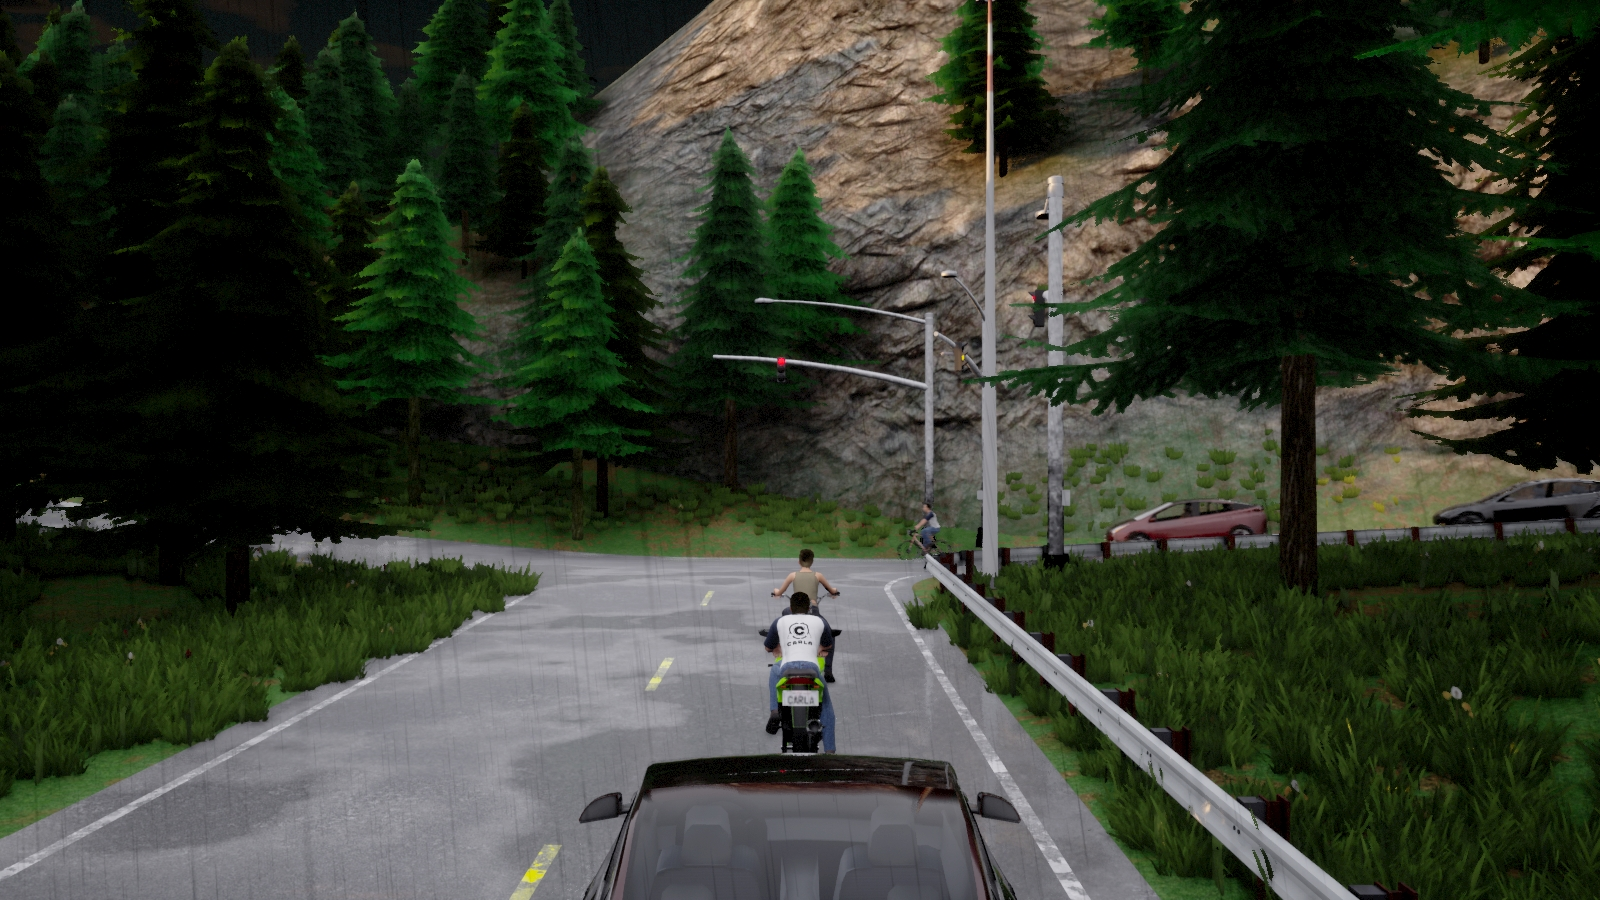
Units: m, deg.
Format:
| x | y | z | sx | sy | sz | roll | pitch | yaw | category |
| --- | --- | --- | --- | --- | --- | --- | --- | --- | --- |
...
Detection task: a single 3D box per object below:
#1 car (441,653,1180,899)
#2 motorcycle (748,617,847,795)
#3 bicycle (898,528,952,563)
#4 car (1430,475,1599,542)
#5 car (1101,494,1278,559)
| x | y | z | sx | sy | sz | roll | pitch | yaw | category |
| --- | --- | --- | --- | --- | --- | --- | --- | --- | --- |
| 0.029 | 2.063 | 5.012 | 2.163 | 1.488 | 4.792 | 0 | 0 | 0 | car |
| -0.020 | 2.213 | 10.238 | 0.803 | 1.145 | 2.033 | 0 | 0 | 0 | motorcycle |
| 3.858 | 2.947 | 35.326 | 1.643 | 1.024 | 0.373 | -1 | -2 | 2 | bicycle |
| 19.760 | 1.537 | 30.584 | 4.792 | 1.488 | 2.163 | -5 | -2 | 24 | car |
| 11.233 | 2.209 | 33.253 | 4.514 | 1.525 | 2.007 | -4 | -2 | 9 | car |
